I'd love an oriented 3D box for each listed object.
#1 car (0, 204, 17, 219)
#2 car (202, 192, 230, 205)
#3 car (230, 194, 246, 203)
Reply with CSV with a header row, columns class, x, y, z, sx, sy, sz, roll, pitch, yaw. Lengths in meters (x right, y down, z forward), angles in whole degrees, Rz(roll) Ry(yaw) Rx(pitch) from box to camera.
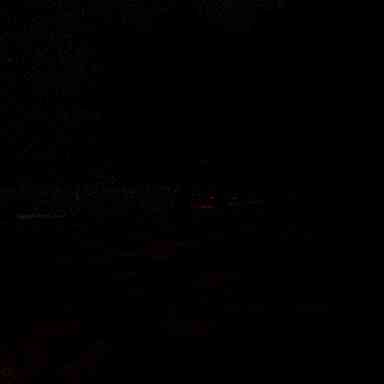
class,x,y,z,sx,sy,sz,roll,pitch,yaw
car,-15.689,1.218,25.085,2.097,1.767,4.553,3,2,27
car,3.735,1.086,55.535,2.150,2.045,5.566,3,1,32
car,8.931,1.229,64.452,2.097,1.767,4.553,3,1,29
